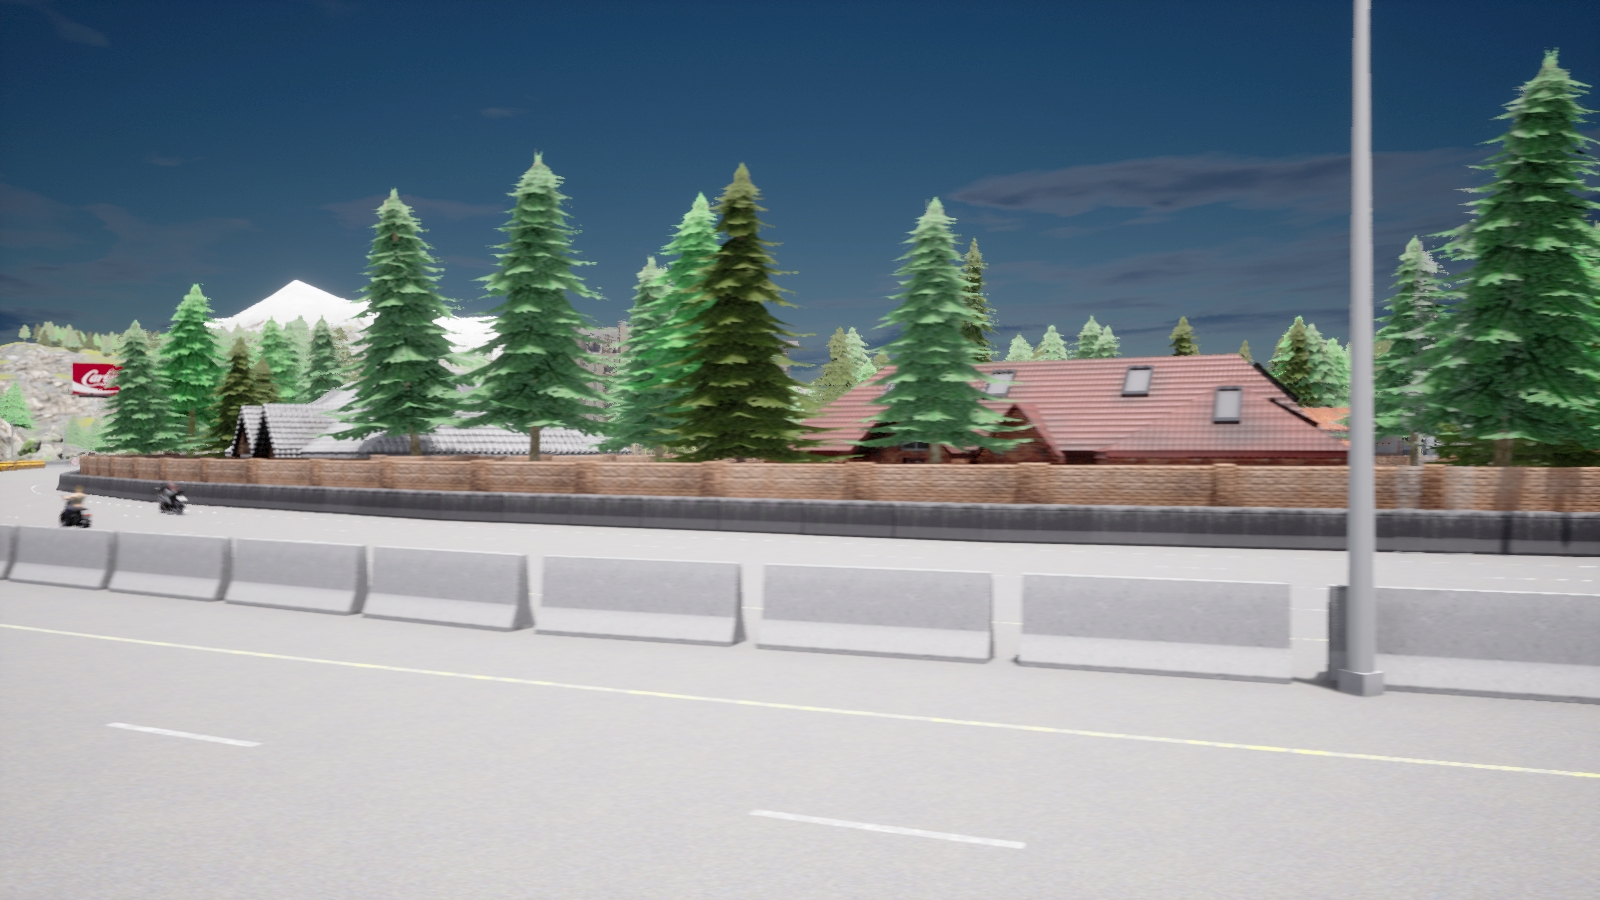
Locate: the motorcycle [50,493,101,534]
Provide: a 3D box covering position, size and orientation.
[{"bbox_3d":[-25.210,2.191,39.731,2.356,1.325,0.764,0,0,39],"label":"motorcycle"}]

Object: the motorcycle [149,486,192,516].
[{"bbox_3d":[-27.916,2.264,50.678,2.209,1.251,0.867,0,-2,39],"label":"motorcycle"}]
